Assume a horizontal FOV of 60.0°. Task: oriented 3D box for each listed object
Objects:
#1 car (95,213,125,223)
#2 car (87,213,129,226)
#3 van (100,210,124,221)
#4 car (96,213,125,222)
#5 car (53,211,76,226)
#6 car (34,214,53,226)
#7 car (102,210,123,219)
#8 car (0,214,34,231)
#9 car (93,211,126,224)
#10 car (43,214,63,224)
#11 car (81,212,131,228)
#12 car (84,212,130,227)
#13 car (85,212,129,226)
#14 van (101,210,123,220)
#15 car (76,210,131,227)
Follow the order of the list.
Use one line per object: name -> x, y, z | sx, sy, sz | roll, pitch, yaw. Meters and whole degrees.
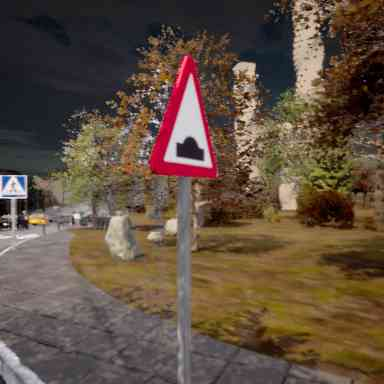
car -> -13.256, 4.170, 54.203 | 4.674, 1.452, 2.002 | 0, -3, -13
car -> -10.244, 3.344, 40.782 | 4.792, 1.488, 2.163 | 0, -3, -13
van -> -14.941, 4.353, 62.295 | 4.442, 1.987, 1.878 | 0, -3, -13
car -> -13.886, 4.315, 56.885 | 4.792, 1.488, 2.163 | 0, -3, -13
car -> -16.708, 3.635, 44.202 | 2.128, 1.511, 4.902 | 0, -3, -13
car -> -19.700, 3.583, 42.685 | 1.882, 1.535, 5.008 | 0, -3, -13
car -> -17.414, 4.993, 73.018 | 4.553, 1.767, 2.185 | 0, -2, -13
car -> -17.302, 2.918, 32.423 | 1.882, 1.535, 5.008 | 0, -3, -13
car -> -12.096, 3.691, 48.830 | 4.553, 1.767, 2.185 | 0, -3, -13
car -> -21.965, 4.263, 52.870 | 2.033, 1.411, 5.357 | 0, -3, -13
car -> -9.086, 2.963, 35.415 | 5.008, 1.535, 2.097 | 0, -4, -13
car -> -9.671, 3.140, 38.100 | 4.892, 1.521, 2.231 | 0, -4, -13
car -> -11.052, 3.482, 43.427 | 5.366, 1.575, 1.946 | 0, -3, -13
van -> -16.962, 4.768, 70.307 | 4.442, 1.987, 1.878 | 0, -3, -13
car -> -8.490, 2.785, 32.731 | 4.892, 1.521, 2.231 | 0, -4, -13
